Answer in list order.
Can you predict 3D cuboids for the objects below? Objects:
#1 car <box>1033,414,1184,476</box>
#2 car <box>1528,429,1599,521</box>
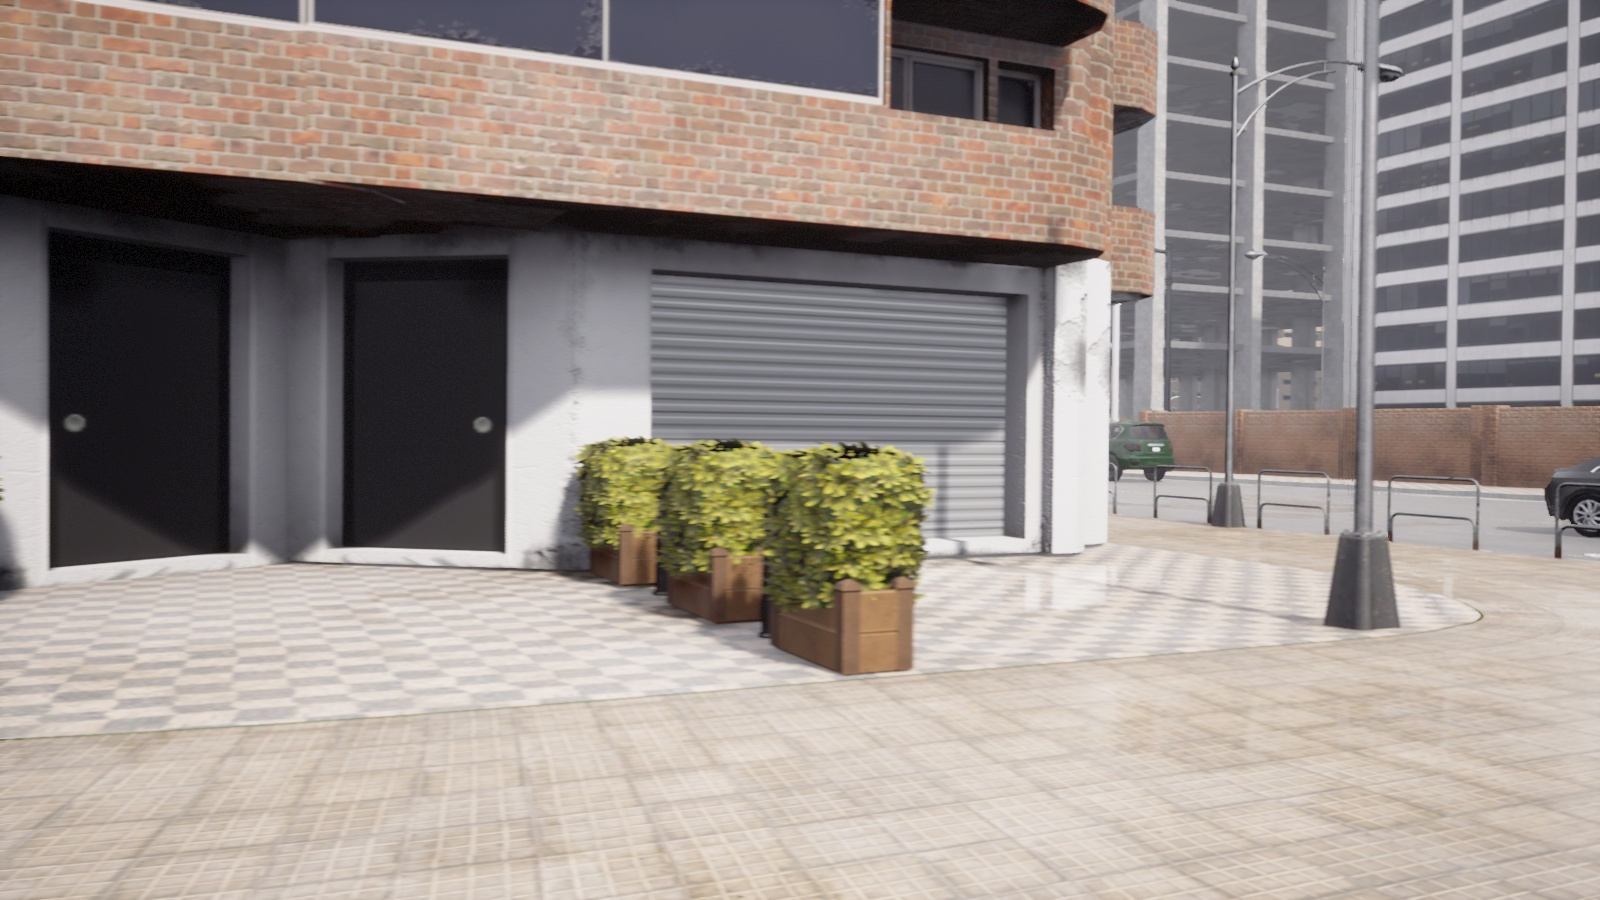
[{"bbox_3d":[10.752,-0.207,44.292,2.150,2.045,5.566,-1,1,-25],"label":"car"},{"bbox_3d":[14.285,0.406,19.604,1.837,1.490,4.892,-1,1,-24],"label":"car"}]
